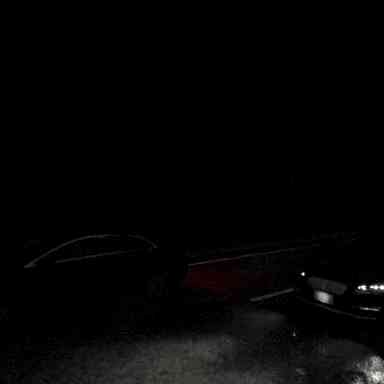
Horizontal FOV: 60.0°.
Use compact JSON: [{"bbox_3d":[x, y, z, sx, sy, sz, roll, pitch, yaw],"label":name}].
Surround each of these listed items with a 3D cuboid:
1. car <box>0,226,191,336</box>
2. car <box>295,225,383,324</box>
[{"bbox_3d":[-2.328,1.492,6.631,4.902,1.511,2.128,0,0,-35],"label":"car"},{"bbox_3d":[4.191,1.493,6.980,4.902,1.511,2.128,0,0,-35],"label":"car"}]
